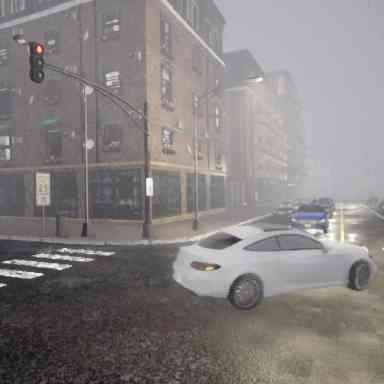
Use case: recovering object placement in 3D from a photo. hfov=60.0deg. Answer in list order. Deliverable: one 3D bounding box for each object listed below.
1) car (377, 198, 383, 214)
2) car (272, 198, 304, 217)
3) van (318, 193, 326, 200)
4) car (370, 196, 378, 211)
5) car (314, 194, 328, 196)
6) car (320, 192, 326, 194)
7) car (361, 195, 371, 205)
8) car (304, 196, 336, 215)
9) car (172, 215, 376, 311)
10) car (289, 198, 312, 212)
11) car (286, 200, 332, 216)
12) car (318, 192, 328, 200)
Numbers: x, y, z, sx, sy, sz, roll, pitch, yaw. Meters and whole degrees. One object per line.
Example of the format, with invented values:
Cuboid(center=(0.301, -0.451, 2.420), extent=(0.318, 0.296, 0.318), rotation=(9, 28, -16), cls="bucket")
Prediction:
Cuboid(center=(17.710, 1.386, 29.162), extent=(1.802, 1.307, 4.206), rotation=(-1, 0, 24), cls="car")
Cuboid(center=(7.728, 1.442, 27.376), extent=(2.008, 1.369, 4.403), rotation=(-1, 0, 24), cls="car")
Cuboid(center=(31.003, 1.039, 79.370), extent=(1.690, 1.788, 3.998), rotation=(-1, 0, 24), cls="van")
Cuboid(center=(20.038, 1.333, 34.362), extent=(2.008, 1.369, 4.403), rotation=(-1, 0, 24), cls="car")
Cuboid(center=(14.756, 1.305, 36.706), extent=(1.882, 1.535, 5.008), rotation=(0, 0, 24), cls="car")
Cuboid(center=(24.020, 1.188, 63.771), extent=(1.967, 1.590, 4.097), rotation=(-1, 0, 24), cls="car")
Cuboid(center=(27.021, 1.271, 49.959), extent=(2.008, 1.369, 4.403), rotation=(-1, 0, 24), cls="car")
Cuboid(center=(10.633, 1.358, 27.449), extent=(2.128, 1.511, 4.902), rotation=(0, 0, 24), cls="car")
Cuboid(center=(1.869, 1.461, 7.422), extent=(4.674, 1.442, 1.812), rotation=(-1, 1, -22), cls="car")
Cuboid(center=(12.384, 1.398, 37.775), extent=(2.008, 1.369, 4.403), rotation=(-1, 0, 24), cls="car")
Cuboid(center=(6.789, 1.430, 18.914), extent=(1.812, 1.442, 4.674), rotation=(0, 0, 24), cls="car")
Cuboid(center=(33.330, 0.998, 84.568), extent=(2.192, 1.841, 5.009), rotation=(-1, 0, 24), cls="car")
